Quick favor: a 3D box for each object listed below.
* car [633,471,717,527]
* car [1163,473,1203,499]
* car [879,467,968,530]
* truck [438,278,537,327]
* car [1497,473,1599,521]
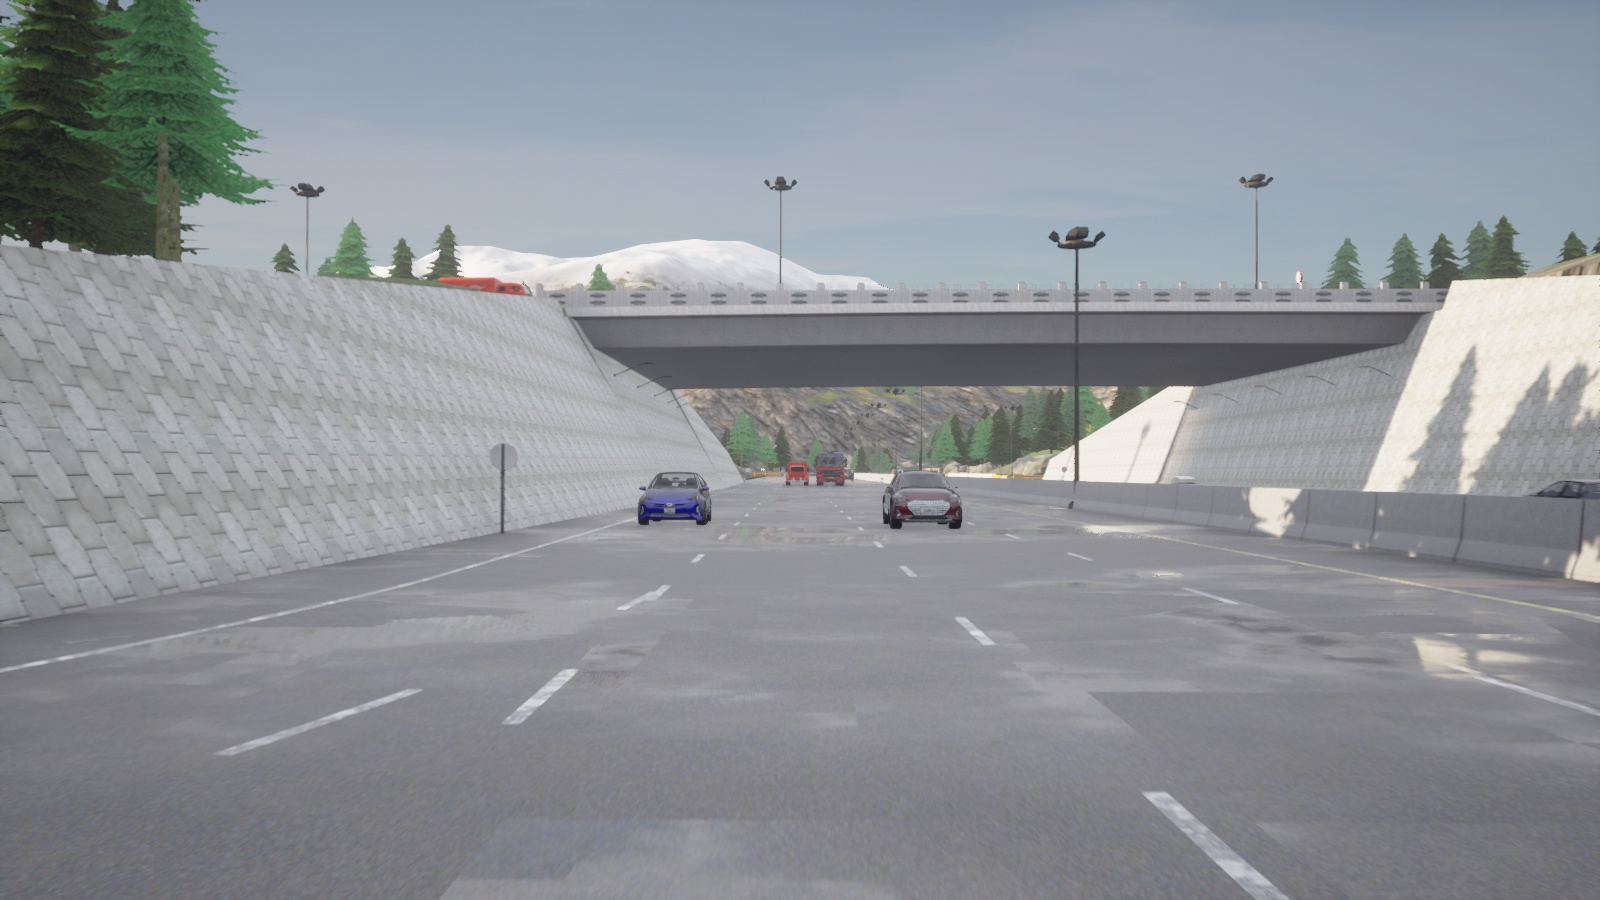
[{"bbox_3d":[-3.590,1.392,36.835,2.007,1.525,4.514,0,-1,0],"label":"car"},{"bbox_3d":[20.834,1.931,68.436,1.481,1.376,2.207,0,-1,0],"label":"car"},{"bbox_3d":[3.413,1.326,35.554,2.033,1.649,4.856,0,-1,0],"label":"car"},{"bbox_3d":[-18.635,-8.813,75.136,5.204,2.467,2.627,-1,-1,0],"label":"truck"},{"bbox_3d":[24.404,1.424,39.416,2.033,1.411,5.357,0,-1,0],"label":"car"}]
